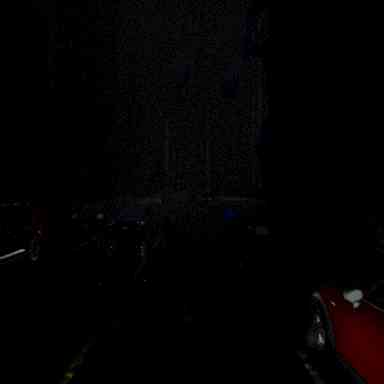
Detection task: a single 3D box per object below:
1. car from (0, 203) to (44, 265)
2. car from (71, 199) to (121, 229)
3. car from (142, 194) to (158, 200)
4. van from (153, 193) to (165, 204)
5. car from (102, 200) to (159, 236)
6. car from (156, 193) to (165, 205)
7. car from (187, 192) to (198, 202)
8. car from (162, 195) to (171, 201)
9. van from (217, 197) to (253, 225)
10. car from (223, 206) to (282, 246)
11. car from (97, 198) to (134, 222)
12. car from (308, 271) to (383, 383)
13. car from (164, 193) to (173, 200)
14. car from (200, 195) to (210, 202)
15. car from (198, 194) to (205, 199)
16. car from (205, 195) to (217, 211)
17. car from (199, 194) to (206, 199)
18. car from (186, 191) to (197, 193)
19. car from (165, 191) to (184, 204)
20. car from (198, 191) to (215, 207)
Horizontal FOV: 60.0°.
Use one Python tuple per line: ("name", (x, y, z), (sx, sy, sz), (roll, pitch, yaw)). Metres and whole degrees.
("car", (-5.858, 1.270, 9.001), (2.192, 1.841, 5.009), (0, 0, 0))
("car", (-5.858, 1.347, 20.282), (1.967, 1.590, 4.097), (0, 0, 0))
("car", (-5.865, 1.364, 42.636), (1.752, 1.417, 4.829), (0, 0, 1))
("van", (-5.857, 1.131, 59.761), (1.690, 1.788, 3.998), (0, 0, 0))
("car", (-3.100, 1.394, 17.859), (1.882, 1.535, 5.008), (0, 0, 0))
("car", (-5.858, 1.334, 53.949), (1.752, 1.417, 4.829), (0, 0, 0))
("car", (0.016, 1.315, 69.531), (2.033, 1.411, 5.357), (0, 0, 1))
("car", (-5.855, 1.304, 76.681), (1.802, 1.307, 4.206), (0, 0, 0))
("van", (2.666, 1.247, 20.265), (1.690, 1.788, 3.998), (0, 0, 0))
("car", (2.667, 1.495, 14.628), (1.947, 1.339, 4.313), (0, 0, 0))
("car", (-5.858, 1.326, 25.920), (1.967, 1.590, 4.097), (0, 0, 0))
("car", (2.667, 1.423, 3.349), (1.967, 1.590, 4.097), (0, 0, 0))
("car", (-5.855, 1.136, 82.321), (1.967, 1.590, 4.097), (0, 0, 0))
("car", (2.670, 1.297, 71.018), (2.008, 1.369, 4.403), (0, 0, 0))
("car", (2.671, 1.188, 93.575), (1.887, 1.381, 4.507), (0, 0, 0))
("car", (2.668, 1.379, 37.390), (1.752, 1.417, 4.829), (0, 0, 1))
("car", (2.671, 1.251, 87.936), (1.802, 1.307, 4.206), (0, 0, 0))
("car", (0.004, 1.062, 86.468), (2.128, 1.511, 4.902), (0, 0, 0))
("car", (-3.048, 1.016, 58.218), (2.150, 2.045, 5.566), (0, 0, 1))
("car", (2.395, 1.055, 47.954), (2.150, 2.045, 5.566), (0, 0, 0))
